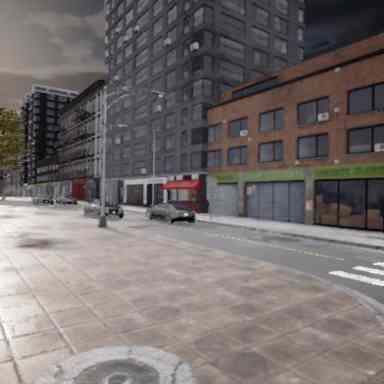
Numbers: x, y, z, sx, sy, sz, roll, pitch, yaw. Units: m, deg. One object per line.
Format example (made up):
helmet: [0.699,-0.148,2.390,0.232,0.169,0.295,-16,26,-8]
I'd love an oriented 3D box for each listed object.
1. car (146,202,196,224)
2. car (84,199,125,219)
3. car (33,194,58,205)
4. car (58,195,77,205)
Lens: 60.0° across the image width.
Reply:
car: [-1.541,1.382,23.068,1.994,1.385,4.181,1,0,-36]
car: [-6.700,1.245,25.231,1.994,1.385,4.181,1,0,-35]
car: [-19.197,0.978,42.906,1.994,1.385,4.181,1,0,-35]
car: [-16.951,1.029,44.667,1.994,1.385,4.181,1,0,-36]
